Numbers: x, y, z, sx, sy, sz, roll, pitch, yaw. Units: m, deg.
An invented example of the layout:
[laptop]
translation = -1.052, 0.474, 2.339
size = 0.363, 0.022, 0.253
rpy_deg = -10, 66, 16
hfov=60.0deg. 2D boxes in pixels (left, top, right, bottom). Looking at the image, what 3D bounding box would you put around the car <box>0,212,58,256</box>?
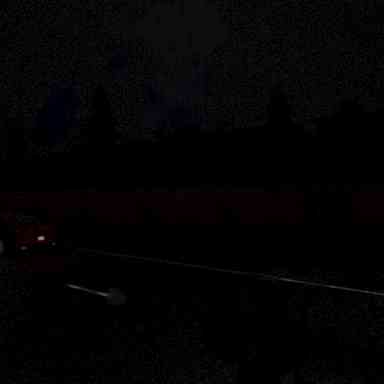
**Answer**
[car]
translation = -7.570, 1.574, 13.692
size = 5.008, 1.535, 1.882
rpy_deg = 0, 0, 36
